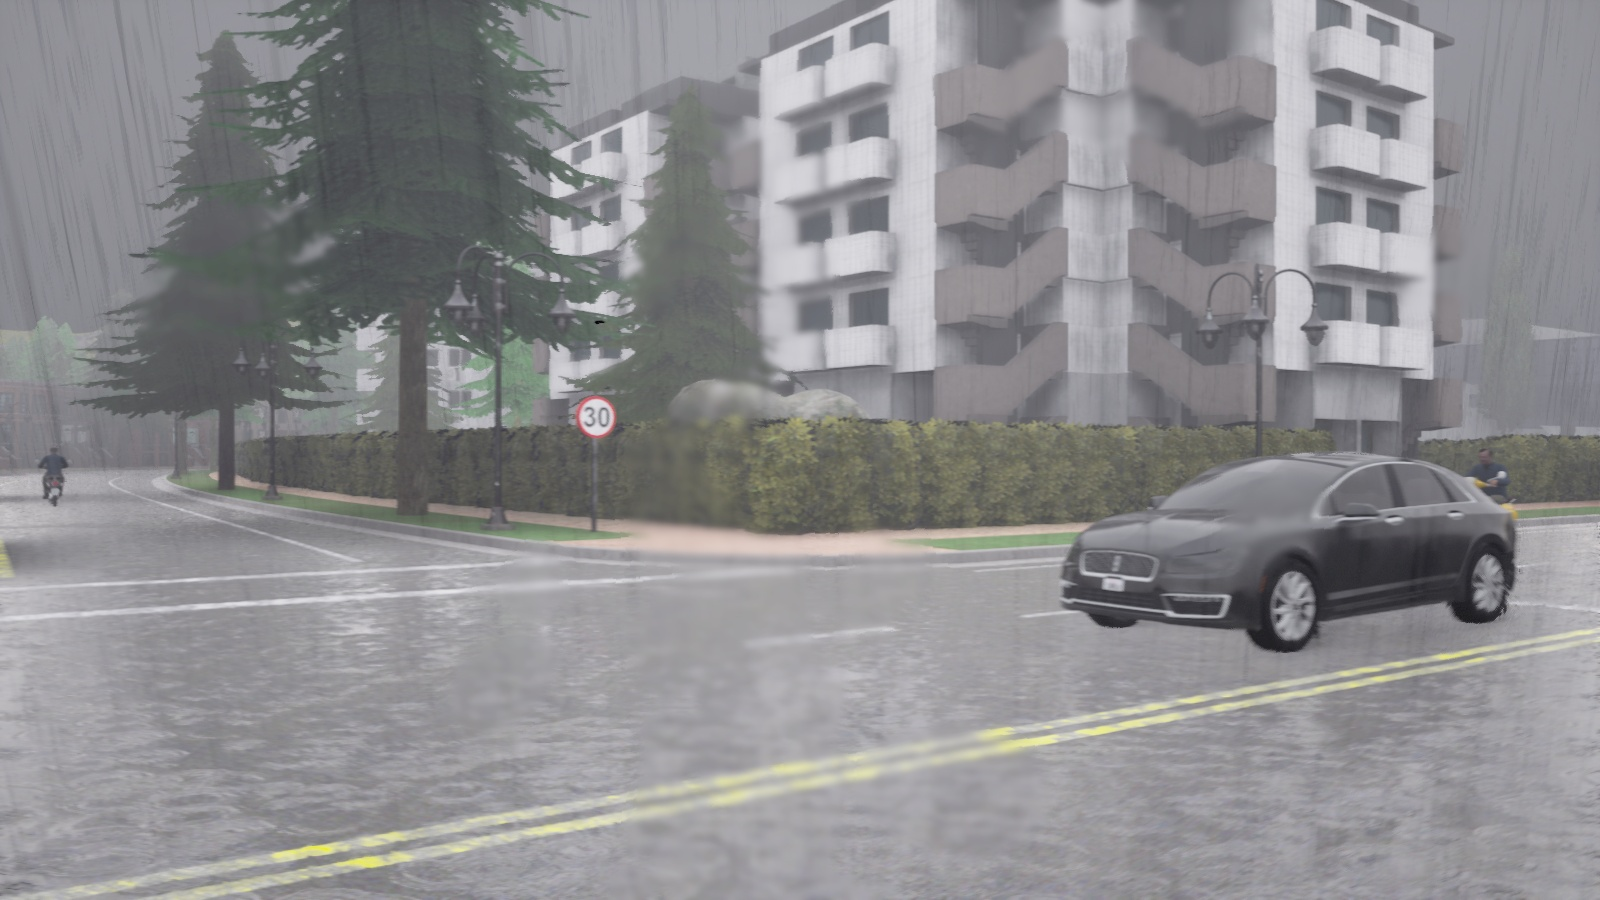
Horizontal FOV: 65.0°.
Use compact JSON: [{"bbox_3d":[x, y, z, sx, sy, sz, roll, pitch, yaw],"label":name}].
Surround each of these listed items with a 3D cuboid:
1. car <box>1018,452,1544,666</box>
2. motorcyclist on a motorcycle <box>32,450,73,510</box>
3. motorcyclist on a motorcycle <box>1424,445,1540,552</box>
[{"bbox_3d":[4.324,0.767,10.933,4.892,1.490,1.837,0,0,-35],"label":"car"},{"bbox_3d":[-20.151,0.785,33.842,0.866,1.590,1.817,0,0,-33],"label":"motorcyclist on a motorcycle"},{"bbox_3d":[10.653,0.724,19.603,1.817,1.590,0.866,0,0,-35],"label":"motorcyclist on a motorcycle"}]
